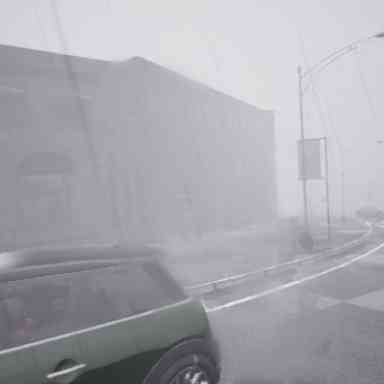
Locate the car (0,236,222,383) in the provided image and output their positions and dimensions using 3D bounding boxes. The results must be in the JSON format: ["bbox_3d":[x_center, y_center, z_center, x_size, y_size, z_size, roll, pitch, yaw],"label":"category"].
[{"bbox_3d":[-1.943,1.377,2.898,4.553,1.767,2.097,0,-1,-37],"label":"car"}]

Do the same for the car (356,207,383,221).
[{"bbox_3d":[20.585,2.459,38.618,1.882,1.535,5.008,-3,-3,11],"label":"car"}]
